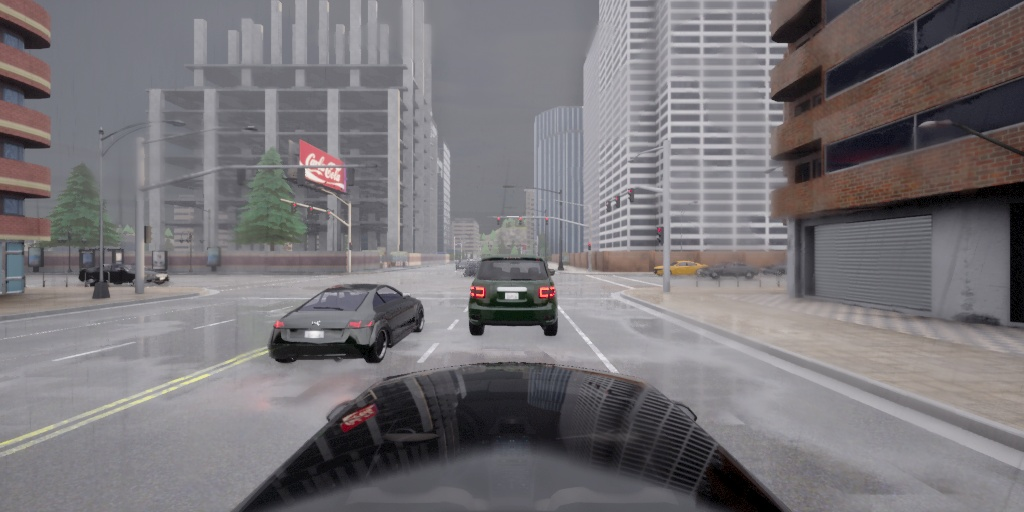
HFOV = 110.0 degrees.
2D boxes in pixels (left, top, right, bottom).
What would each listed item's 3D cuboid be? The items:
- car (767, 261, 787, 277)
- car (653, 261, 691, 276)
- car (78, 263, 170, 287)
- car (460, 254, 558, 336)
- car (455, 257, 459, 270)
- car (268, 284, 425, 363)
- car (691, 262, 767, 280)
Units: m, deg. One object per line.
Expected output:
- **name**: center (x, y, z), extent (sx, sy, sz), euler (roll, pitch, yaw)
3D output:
- **car**: center (26.681, 1.242, 34.732), extent (4.902, 1.511, 2.128), euler (0, 0, 0)
- **car**: center (16.305, 1.227, 34.746), extent (5.008, 1.535, 1.882), euler (0, 0, 0)
- **car**: center (-25.911, 1.241, 24.062), extent (4.902, 1.511, 2.128), euler (0, 0, 0)
- **car**: center (0.102, 0.971, 10.543), extent (2.150, 2.045, 5.566), euler (0, 0, 2)
- **car**: center (-6.822, 1.239, 50.691), extent (2.128, 1.511, 4.902), euler (0, 0, 0)
- **car**: center (-3.375, 1.314, 8.156), extent (1.994, 1.385, 4.181), euler (0, 0, 0)
- **car**: center (18.782, 1.241, 31.245), extent (4.902, 1.511, 2.128), euler (0, 0, 0)
